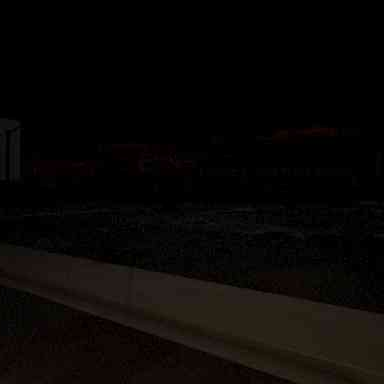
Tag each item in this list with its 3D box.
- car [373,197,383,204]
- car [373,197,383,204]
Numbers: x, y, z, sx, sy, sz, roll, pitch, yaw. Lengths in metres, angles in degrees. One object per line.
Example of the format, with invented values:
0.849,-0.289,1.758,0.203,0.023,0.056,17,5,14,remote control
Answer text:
37.525,1.734,65.324,2.038,1.542,4.974,1,1,6,car
37.532,1.576,65.374,1.853,1.218,4.536,1,1,6,car
